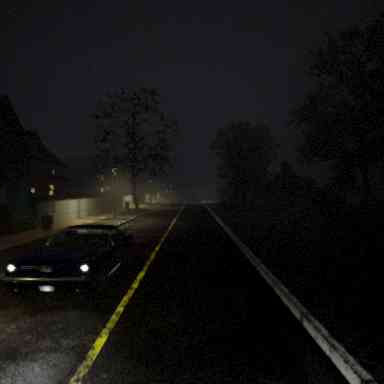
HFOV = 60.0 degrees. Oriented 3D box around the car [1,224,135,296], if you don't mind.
[{"bbox_3d":[-2.818,1.569,8.670,1.895,1.301,4.718,0,0,0],"label":"car"}]
